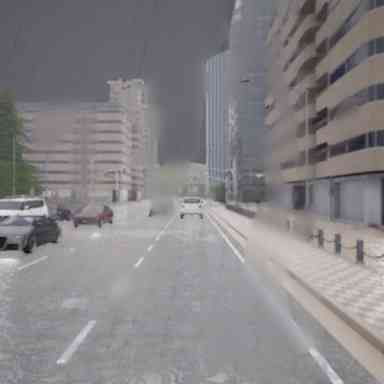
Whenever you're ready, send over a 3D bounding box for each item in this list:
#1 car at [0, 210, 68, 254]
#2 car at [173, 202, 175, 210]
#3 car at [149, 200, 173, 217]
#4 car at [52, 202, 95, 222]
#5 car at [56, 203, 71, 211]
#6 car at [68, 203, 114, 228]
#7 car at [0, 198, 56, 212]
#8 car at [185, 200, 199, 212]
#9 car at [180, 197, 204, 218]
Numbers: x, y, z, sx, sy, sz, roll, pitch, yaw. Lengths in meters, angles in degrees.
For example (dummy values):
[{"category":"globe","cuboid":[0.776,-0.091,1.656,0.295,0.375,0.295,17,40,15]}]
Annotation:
[{"category":"car","cuboid":[-7.106,1.684,14.017,1.994,1.385,4.181,0,0,0]},{"category":"car","cuboid":[-3.500,1.871,46.779,1.882,1.535,5.008,0,0,0]},{"category":"car","cuboid":[-3.425,1.864,35.668,1.994,1.385,4.181,0,0,0]},{"category":"car","cuboid":[-10.557,1.747,30.189,2.128,1.511,4.902,0,0,0]},{"category":"car","cuboid":[-10.518,1.570,24.935,1.994,1.385,4.181,0,0,0]},{"category":"car","cuboid":[-7.091,1.685,24.476,1.882,1.535,5.008,0,0,0]},{"category":"car","cuboid":[-10.598,1.391,19.959,2.150,2.045,5.566,0,0,1]},{"category":"car","cuboid":[0.058,1.917,46.655,1.812,1.442,4.674,0,0,2]},{"category":"car","cuboid":[-0.010,1.503,33.145,2.150,2.045,5.566,0,0,0]}]
